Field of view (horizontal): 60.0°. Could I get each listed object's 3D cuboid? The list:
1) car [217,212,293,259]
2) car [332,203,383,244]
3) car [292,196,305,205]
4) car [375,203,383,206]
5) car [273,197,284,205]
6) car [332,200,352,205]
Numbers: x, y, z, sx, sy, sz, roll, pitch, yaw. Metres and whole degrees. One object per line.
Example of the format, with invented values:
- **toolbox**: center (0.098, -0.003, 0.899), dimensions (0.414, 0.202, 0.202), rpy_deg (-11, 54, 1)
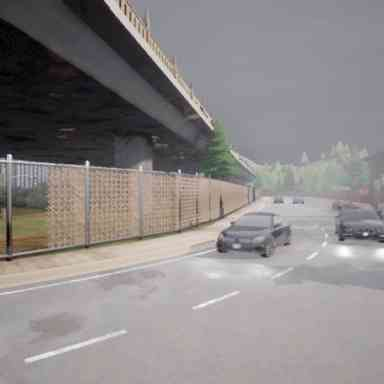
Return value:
- **car**: center (2.630, 1.523, 12.971), dimensions (1.812, 1.442, 4.674), rpy_deg (0, 0, 30)
- **car**: center (7.972, 1.500, 15.958), dimensions (1.837, 1.490, 4.892), rpy_deg (1, 0, 20)
- **car**: center (19.419, 1.519, 60.714), dimensions (1.812, 1.442, 4.674), rpy_deg (0, 0, 14)
- **car**: center (14.698, 1.540, 25.822), dimensions (2.033, 1.411, 5.357), rpy_deg (0, 0, 14)
- **car**: center (15.895, 1.534, 61.052), dimensions (2.033, 1.411, 5.357), rpy_deg (0, 0, 14)
- **car**: center (18.178, 1.590, 40.149), dimensions (1.895, 1.301, 4.718), rpy_deg (0, 0, 14)
